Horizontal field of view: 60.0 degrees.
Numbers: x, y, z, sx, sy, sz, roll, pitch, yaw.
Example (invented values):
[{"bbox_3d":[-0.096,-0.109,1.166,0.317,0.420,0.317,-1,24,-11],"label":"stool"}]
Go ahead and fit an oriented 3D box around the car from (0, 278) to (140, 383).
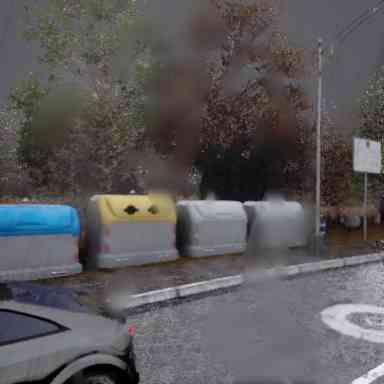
[{"bbox_3d":[-2.586,1.566,2.888,4.181,1.385,1.994,0,0,-35],"label":"car"}]
